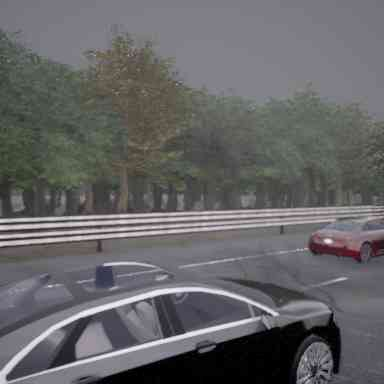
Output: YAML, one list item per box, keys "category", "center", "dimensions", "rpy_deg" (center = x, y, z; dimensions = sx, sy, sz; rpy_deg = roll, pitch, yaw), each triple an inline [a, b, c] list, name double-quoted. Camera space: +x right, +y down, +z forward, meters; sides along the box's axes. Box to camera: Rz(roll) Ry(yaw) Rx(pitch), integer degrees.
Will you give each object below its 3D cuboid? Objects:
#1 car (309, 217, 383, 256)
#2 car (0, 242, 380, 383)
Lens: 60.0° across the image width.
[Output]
- category: "car"
  center: [6.203, 1.615, 12.176]
  dimensions: [4.181, 1.385, 1.994]
  rpy_deg: [0, 0, -34]
- category: "car"
  center: [-0.423, 1.495, 3.396]
  dimensions: [4.902, 1.511, 2.128]
  rpy_deg: [0, 0, -35]
